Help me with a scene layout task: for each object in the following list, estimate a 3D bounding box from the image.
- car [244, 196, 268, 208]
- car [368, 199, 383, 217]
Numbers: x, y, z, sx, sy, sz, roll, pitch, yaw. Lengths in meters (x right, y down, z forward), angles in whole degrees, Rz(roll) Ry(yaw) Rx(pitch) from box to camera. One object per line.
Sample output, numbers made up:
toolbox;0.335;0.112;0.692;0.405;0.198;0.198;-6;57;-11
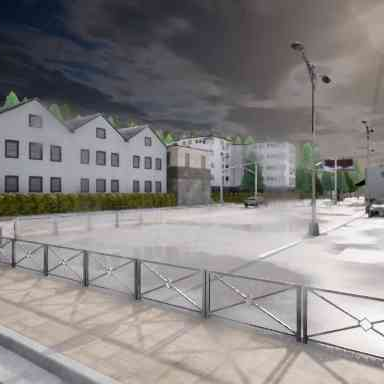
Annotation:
car;8.453;1.300;43.438;2.128;1.511;4.902;0;0;33
car;15.469;1.298;26.777;2.007;1.523;4.514;0;0;35
